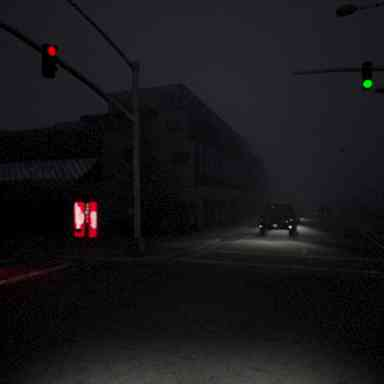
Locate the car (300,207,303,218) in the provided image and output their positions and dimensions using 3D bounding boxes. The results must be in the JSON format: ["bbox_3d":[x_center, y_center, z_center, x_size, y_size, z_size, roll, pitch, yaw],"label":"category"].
[{"bbox_3d":[9.686,2.383,32.981,1.895,1.301,4.718,-1,-1,20],"label":"car"}]

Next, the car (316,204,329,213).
[{"bbox_3d":[21.903,2.758,55.926,1.837,1.490,4.892,-1,-1,20],"label":"car"}]

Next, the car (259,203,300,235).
[{"bbox_3d":[6.154,1.799,23.386,2.150,2.045,5.566,-1,-1,21],"label":"car"}]

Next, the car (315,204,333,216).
[{"bbox_3d":[18.215,2.524,45.566,2.128,1.511,4.902,-1,-1,20],"label":"car"}]
